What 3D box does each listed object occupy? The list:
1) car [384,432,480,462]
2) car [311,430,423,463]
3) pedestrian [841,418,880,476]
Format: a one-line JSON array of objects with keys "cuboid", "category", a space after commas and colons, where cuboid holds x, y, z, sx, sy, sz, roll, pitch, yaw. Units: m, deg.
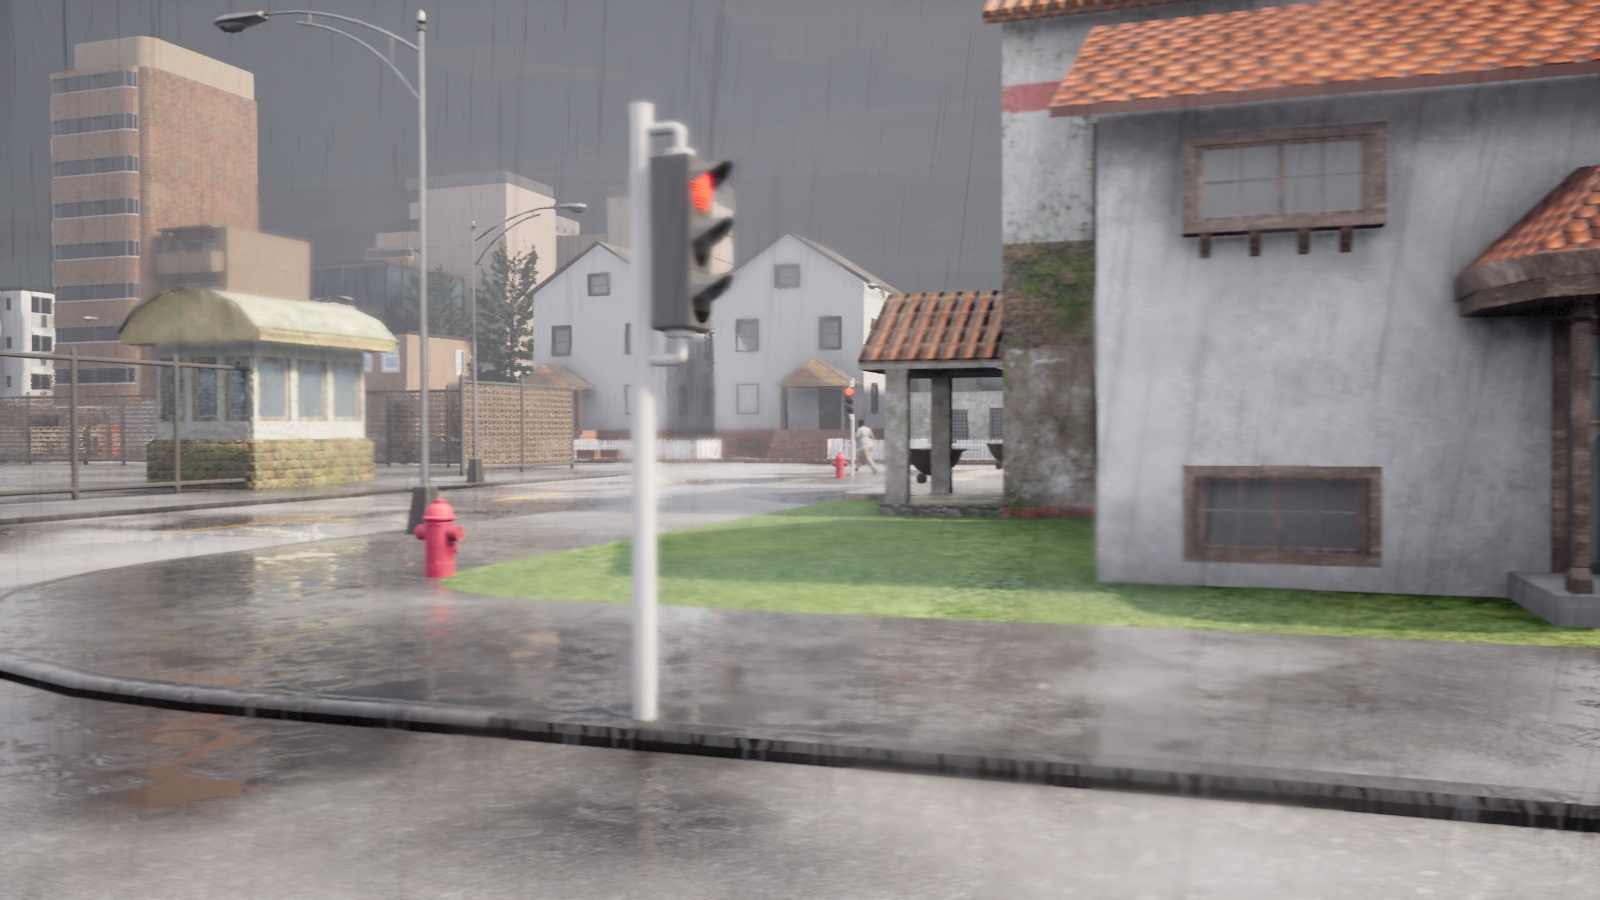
[{"cuboid": [-18.112, -0.169, 61.855, 4.181, 1.385, 1.994, 1, 1, 19], "category": "car"}, {"cuboid": [-20.129, -0.179, 58.369, 4.892, 1.490, 1.837, 1, 1, 21], "category": "car"}, {"cuboid": [1.974, -0.120, 40.835, 0.900, 1.855, 0.874, 1, 1, 39], "category": "pedestrian"}]
